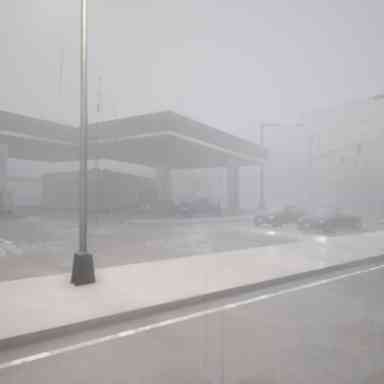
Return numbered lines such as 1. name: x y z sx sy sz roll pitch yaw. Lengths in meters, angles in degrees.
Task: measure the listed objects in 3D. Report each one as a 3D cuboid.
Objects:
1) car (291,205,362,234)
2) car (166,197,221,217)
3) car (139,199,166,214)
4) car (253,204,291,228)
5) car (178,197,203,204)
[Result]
1. car: 8.213 1.575 19.605 4.674 1.442 1.812 1 0 -35
2. car: 0.452 1.344 30.248 4.611 1.667 2.242 0 0 -35
3. car: -3.505 1.503 34.481 3.806 1.475 1.970 0 0 -35
4. car: 6.180 1.575 22.454 4.674 1.442 1.812 1 0 -35
5. car: -0.380 1.651 65.478 2.033 1.411 5.357 0 0 -36
